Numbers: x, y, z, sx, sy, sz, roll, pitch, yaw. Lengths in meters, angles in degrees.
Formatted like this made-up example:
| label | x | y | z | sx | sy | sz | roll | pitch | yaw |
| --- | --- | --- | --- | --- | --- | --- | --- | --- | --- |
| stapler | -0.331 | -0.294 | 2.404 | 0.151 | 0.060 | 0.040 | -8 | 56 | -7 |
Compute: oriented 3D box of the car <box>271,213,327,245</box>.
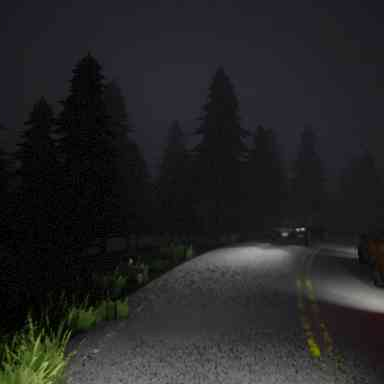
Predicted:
| label | x | y | z | sx | sy | sz | roll | pitch | yaw |
| --- | --- | --- | --- | --- | --- | --- | --- | --- | --- |
| car | 5.771 | 1.857 | 17.638 | 2.128 | 1.511 | 4.902 | -1 | -4 | 35 |

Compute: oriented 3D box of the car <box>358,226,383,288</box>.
| label | x | y | z | sx | sy | sz | roll | pitch | yaw |
| --- | --- | --- | --- | --- | --- | --- | --- | --- | --- |
| car | 5.746 | 1.556 | 9.082 | 1.801 | 1.575 | 5.366 | 0 | 0 | 20 |
